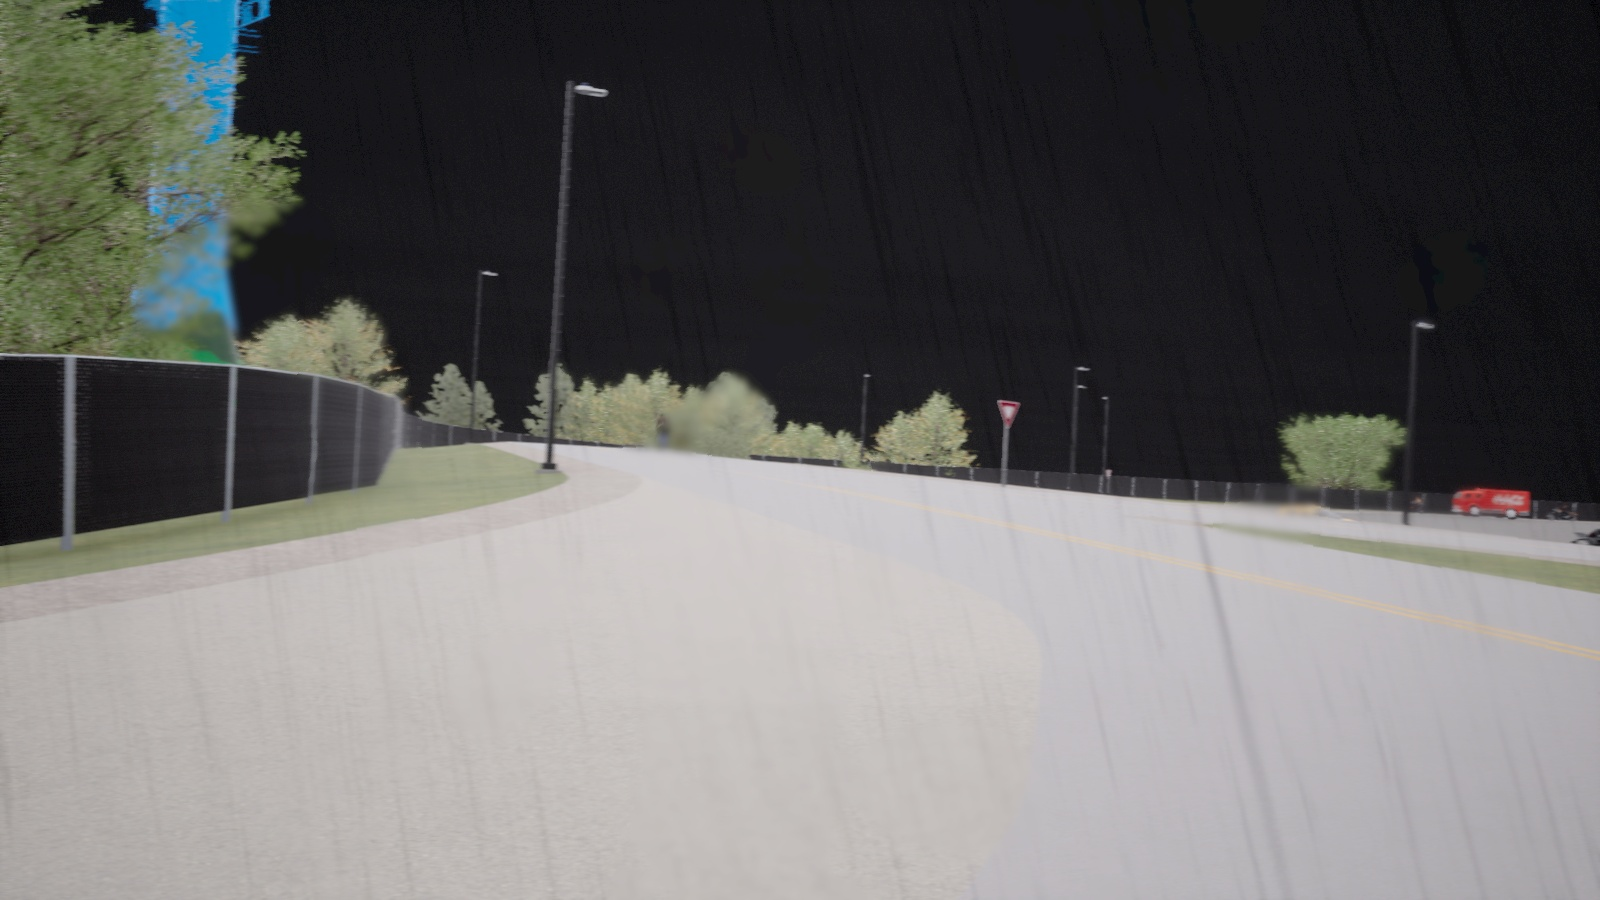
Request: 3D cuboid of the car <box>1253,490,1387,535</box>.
[{"bbox_3d":[22.252,2.624,54.012,1.801,1.575,5.366,-4,2,-27],"label":"car"}]
